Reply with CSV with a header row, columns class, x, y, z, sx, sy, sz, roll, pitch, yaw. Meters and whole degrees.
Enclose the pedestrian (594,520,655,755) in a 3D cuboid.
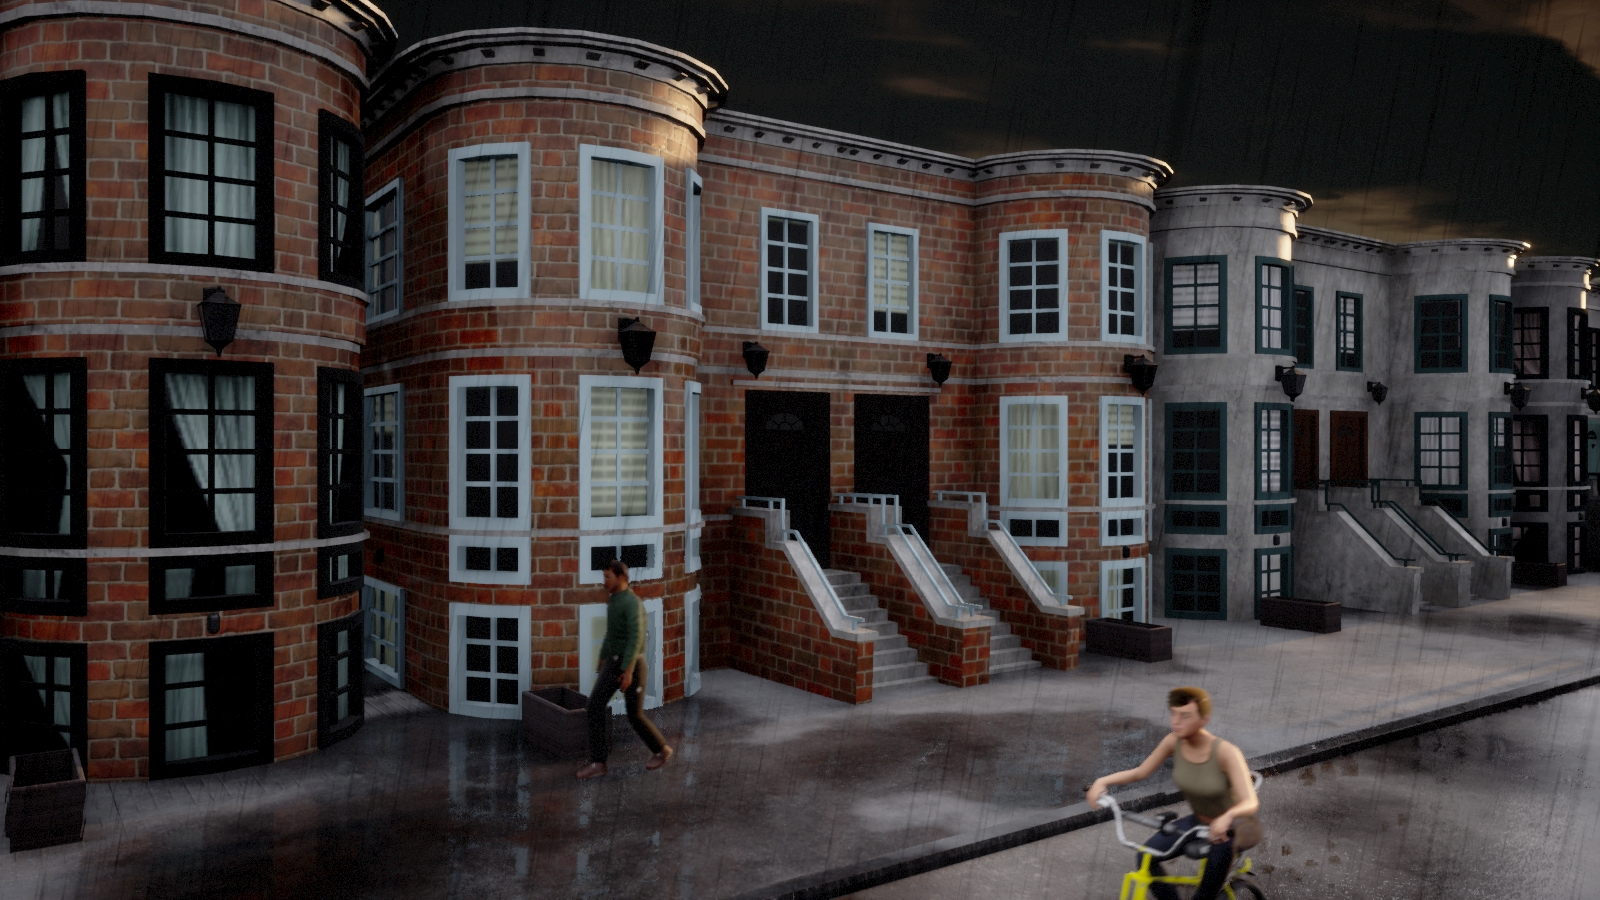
class,x,y,z,sx,sy,sz,roll,pitch,yaw
pedestrian,-1.455,1.524,9.460,0.375,1.860,0.375,0,0,-34
